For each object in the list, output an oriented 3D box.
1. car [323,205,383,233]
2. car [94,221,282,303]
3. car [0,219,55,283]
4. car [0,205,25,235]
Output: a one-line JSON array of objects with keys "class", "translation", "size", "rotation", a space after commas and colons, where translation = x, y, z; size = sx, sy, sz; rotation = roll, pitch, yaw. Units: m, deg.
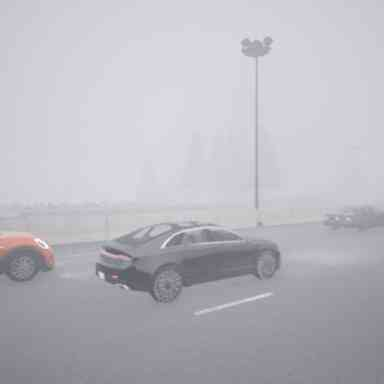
[{"class": "car", "translation": [9.871, 1.484, 19.403], "size": [5.357, 1.411, 2.033], "rotation": [0, 0, -36]}, {"class": "car", "translation": [0.141, 1.464, 8.149], "size": [4.902, 1.511, 2.128], "rotation": [0, 0, -36]}, {"class": "car", "translation": [-5.869, 1.355, 8.158], "size": [4.553, 1.767, 2.097], "rotation": [-1, 0, -36]}, {"class": "car", "translation": [-11.434, 1.524, 17.331], "size": [4.674, 1.442, 1.812], "rotation": [-1, 0, -36]}]
